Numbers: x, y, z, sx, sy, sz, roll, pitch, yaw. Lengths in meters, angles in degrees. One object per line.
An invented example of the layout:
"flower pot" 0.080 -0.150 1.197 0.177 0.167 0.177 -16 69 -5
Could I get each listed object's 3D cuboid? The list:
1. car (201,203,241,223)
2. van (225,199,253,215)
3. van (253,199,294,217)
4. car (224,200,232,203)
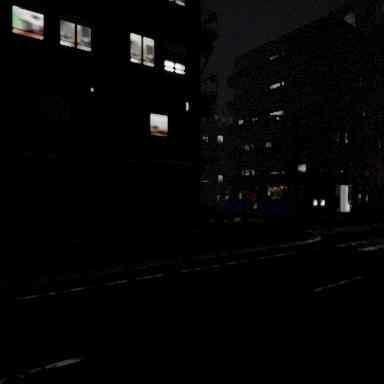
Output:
"car" 1.840 1.866 28.752 1.802 1.307 4.206 -1 0 -36
"van" 5.237 1.663 38.194 1.690 1.788 3.998 -1 0 -36
"van" 8.565 1.590 33.688 1.690 1.788 3.998 -1 0 -36
"car" 1.462 1.853 33.613 1.812 1.442 4.674 0 -1 -37
